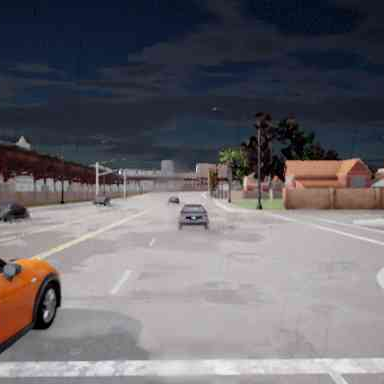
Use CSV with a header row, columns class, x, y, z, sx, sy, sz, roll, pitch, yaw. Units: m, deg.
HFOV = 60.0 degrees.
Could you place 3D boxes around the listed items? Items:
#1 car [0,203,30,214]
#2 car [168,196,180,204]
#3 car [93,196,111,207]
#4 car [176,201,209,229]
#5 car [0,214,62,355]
class,x,y,z,sx,sy,sz,roll,pitch,yaw
car,-14.100,1.546,25.168,1.994,1.385,4.181,0,0,0
car,-3.394,1.519,63.086,1.994,1.385,4.181,0,0,0
car,-14.076,1.468,51.987,1.837,1.490,4.892,0,0,0
car,0.101,1.532,21.507,2.033,1.411,5.357,0,0,0
car,-3.405,1.349,4.094,2.097,1.767,4.553,0,0,2
